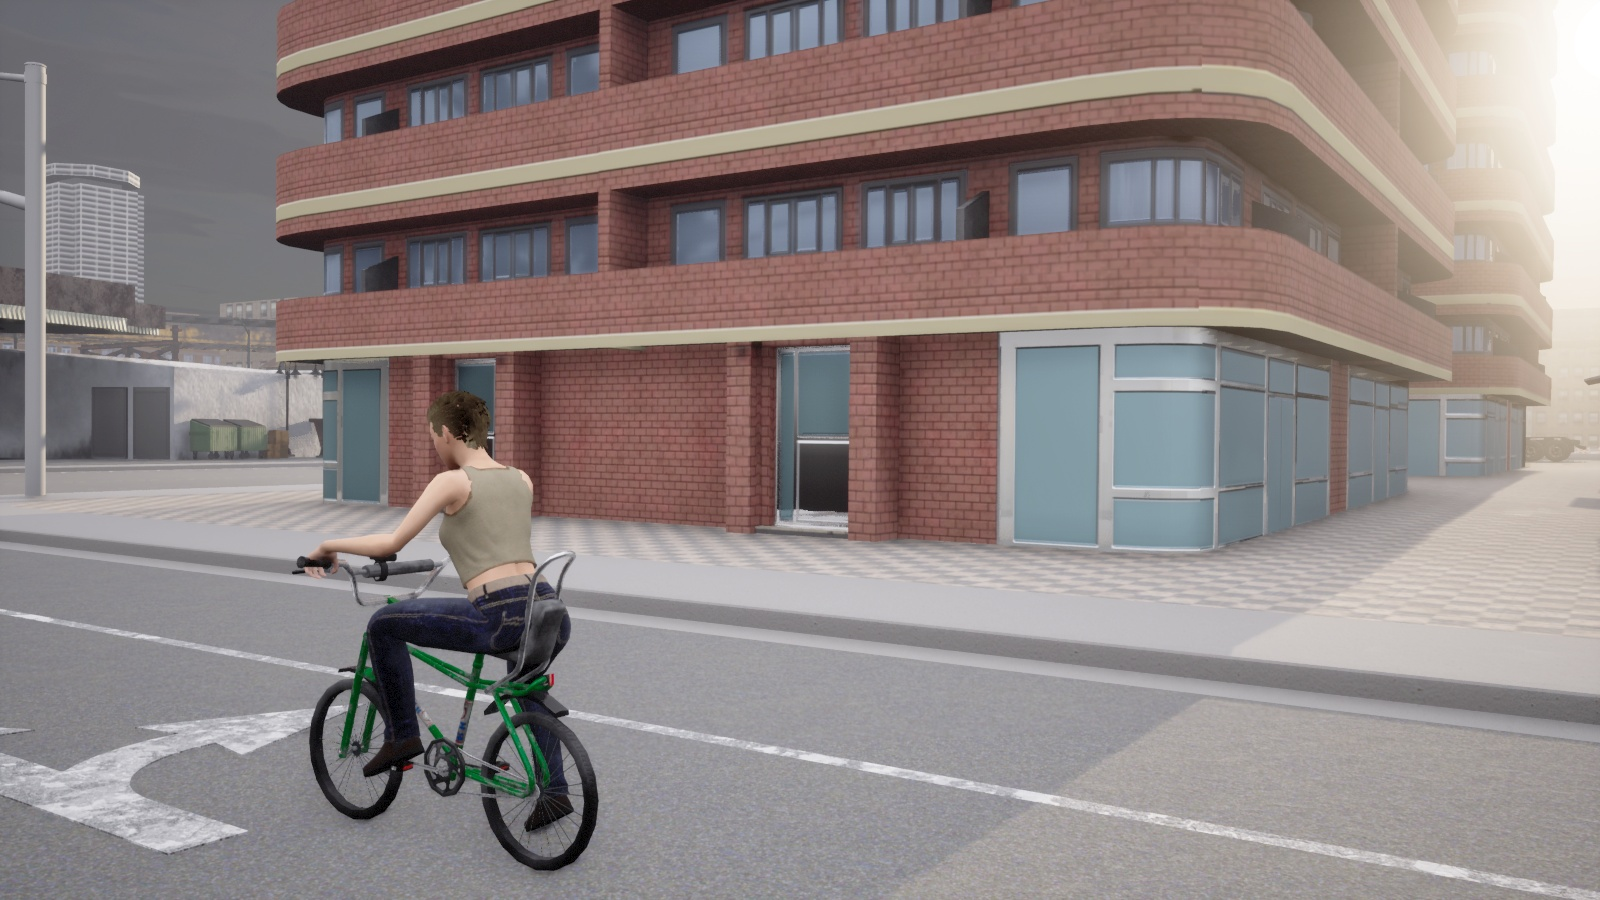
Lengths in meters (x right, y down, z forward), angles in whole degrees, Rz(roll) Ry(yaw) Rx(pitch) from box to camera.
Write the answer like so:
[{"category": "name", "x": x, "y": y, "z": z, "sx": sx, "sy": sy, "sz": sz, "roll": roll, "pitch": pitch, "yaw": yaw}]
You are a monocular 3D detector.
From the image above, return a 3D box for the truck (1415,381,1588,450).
[{"category": "truck", "x": 38.043, "y": -1.803, "z": 68.235, "sx": 7.936, "sy": 3.462, "sz": 2.891, "roll": -1, "pitch": 0, "yaw": 34}]

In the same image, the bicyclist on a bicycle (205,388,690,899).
[{"category": "bicyclist on a bicycle", "x": -1.262, "y": 0.618, "z": 4.465, "sx": 1.509, "sy": 1.612, "sz": 0.866, "roll": 0, "pitch": 1, "yaw": 33}]
